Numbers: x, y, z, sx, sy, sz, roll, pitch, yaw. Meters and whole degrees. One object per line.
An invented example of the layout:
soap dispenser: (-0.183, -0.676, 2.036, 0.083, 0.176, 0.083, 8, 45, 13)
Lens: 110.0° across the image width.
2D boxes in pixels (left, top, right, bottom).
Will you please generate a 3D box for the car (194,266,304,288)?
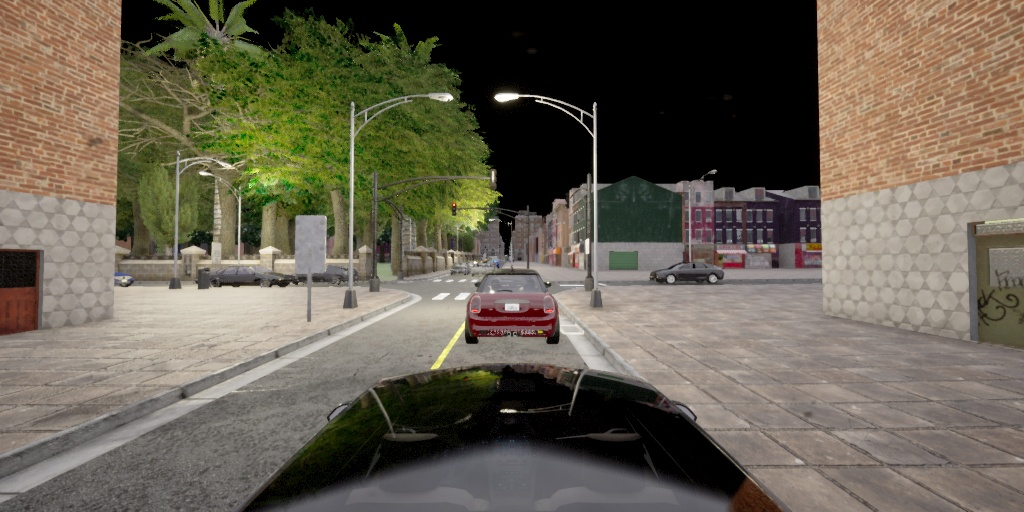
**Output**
car: (-16.241, 1.288, 22.073, 5.357, 1.411, 2.033, 0, -1, 0)

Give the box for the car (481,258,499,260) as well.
car: (-3.060, 1.301, 46.929, 1.837, 1.490, 4.892, 0, 0, -1)

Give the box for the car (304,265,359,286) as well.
car: (-13.185, 1.337, 25.043, 4.674, 1.442, 1.812, 0, -1, 0)

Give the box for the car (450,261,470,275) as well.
car: (-5.553, 1.332, 38.509, 2.007, 1.370, 4.403, 0, 0, 0)

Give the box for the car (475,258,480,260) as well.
car: (-5.588, 1.344, 45.645, 2.007, 1.370, 4.403, 0, 0, 0)

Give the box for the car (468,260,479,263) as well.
car: (-2.972, 1.380, 36.853, 1.895, 1.301, 4.718, 0, 0, 2)

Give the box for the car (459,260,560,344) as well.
car: (0.023, 1.105, 9.734, 2.097, 1.767, 4.553, 0, 0, 1)

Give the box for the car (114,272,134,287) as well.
car: (-26.151, 1.260, 22.024, 4.674, 1.442, 1.812, 0, -1, 0)

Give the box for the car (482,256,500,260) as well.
car: (-3.149, 1.046, 58.503, 2.150, 2.045, 5.566, 0, 0, 0)

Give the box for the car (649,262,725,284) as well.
car: (12.213, 1.191, 25.193, 4.892, 1.490, 1.837, -1, -1, 0)
